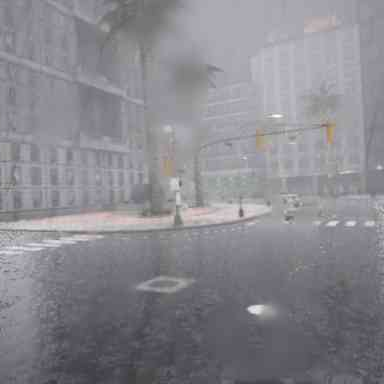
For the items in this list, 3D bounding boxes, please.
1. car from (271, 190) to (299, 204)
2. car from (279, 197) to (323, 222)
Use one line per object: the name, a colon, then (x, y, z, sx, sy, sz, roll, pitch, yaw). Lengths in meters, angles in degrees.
car: (13.568, 0.735, 48.606, 2.150, 2.045, 5.566, -2, 0, -12)
car: (7.891, 1.308, 23.505, 1.895, 1.301, 4.718, -3, 0, 30)
